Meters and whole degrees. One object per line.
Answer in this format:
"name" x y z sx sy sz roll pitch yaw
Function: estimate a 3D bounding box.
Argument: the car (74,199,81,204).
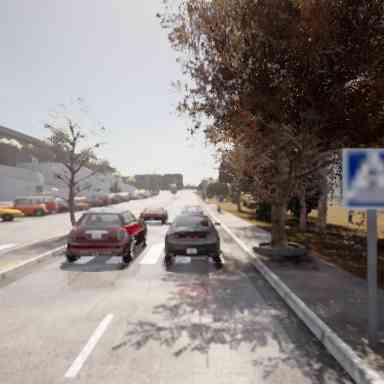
"car" -16.898 1.785 41.957 4.792 1.488 2.163 -1 0 -20

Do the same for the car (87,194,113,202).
"car" -16.892 1.480 56.881 5.566 2.045 2.435 -1 1 -20

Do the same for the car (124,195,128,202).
"car" -16.826 1.519 71.820 4.553 1.767 2.185 -1 1 -20

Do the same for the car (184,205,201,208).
"car" 0.027 1.702 25.404 2.033 1.411 5.357 0 0 1

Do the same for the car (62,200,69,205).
"car" -16.869 1.783 38.984 4.674 1.452 2.002 -1 0 -20

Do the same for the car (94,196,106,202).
"car" -16.861 1.782 53.911 4.674 1.452 2.002 -1 1 -20

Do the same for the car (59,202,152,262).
"car" -2.955 1.406 12.499 2.097 1.767 4.553 0 0 0

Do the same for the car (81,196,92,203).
"car" -16.698 1.752 45.026 5.366 1.575 1.946 -1 0 -20

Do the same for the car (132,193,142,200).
"car" -16.817 1.569 89.818 4.792 1.488 2.163 -1 0 -20

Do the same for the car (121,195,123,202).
"car" -16.851 1.681 65.847 4.892 1.521 2.231 -1 1 -20

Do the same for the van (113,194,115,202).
"van" -16.756 1.487 59.924 4.442 1.987 1.878 -1 0 -20

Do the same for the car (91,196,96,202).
"car" -16.841 1.787 47.954 4.792 1.488 2.163 -1 0 -20

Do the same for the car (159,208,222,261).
"car" 0.041 1.559 12.441 1.837 1.490 4.892 0 -1 1

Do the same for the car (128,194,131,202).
"car" -16.847 1.667 74.794 4.674 1.452 2.002 -1 1 -20

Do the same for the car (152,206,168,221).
"car" -2.960 1.769 26.968 1.895 1.301 4.718 0 0 0

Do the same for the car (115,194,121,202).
"car" -16.837 1.445 62.877 5.566 2.045 2.435 -1 0 -20

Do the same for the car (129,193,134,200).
"car" -16.824 1.639 77.812 4.792 1.488 2.163 -1 0 -20

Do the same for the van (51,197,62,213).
"van" -16.771 1.504 36.053 4.442 1.987 1.878 -1 -1 -20

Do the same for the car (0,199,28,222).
"car" -16.707 1.657 27.115 5.366 1.575 1.946 -1 -1 -20

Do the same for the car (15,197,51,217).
"car" -16.850 1.584 33.026 4.553 1.767 2.185 -1 0 -20
